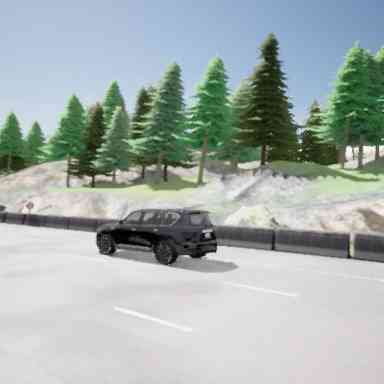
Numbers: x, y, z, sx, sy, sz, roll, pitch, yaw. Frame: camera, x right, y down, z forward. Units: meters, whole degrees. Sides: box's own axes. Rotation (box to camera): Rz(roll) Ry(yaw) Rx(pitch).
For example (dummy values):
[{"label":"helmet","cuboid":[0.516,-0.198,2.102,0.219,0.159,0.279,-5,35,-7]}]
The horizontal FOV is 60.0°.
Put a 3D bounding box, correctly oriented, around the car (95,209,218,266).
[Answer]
[{"label":"car","cuboid":[-1.589,1.693,13.785,5.566,2.045,2.150,-1,-3,37]}]
